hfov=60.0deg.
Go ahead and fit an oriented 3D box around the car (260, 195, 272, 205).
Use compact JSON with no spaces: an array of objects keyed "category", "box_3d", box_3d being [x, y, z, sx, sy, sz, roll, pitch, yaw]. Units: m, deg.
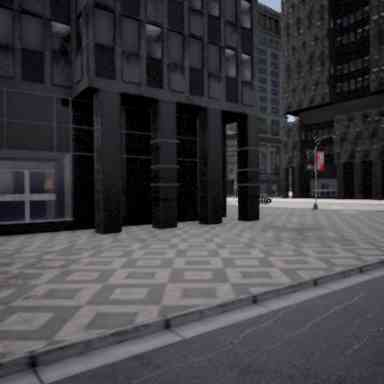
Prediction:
[{"category":"car","box_3d":[9.946,1.149,49.807,1.994,1.385,4.181,-1,1,-35]}]
